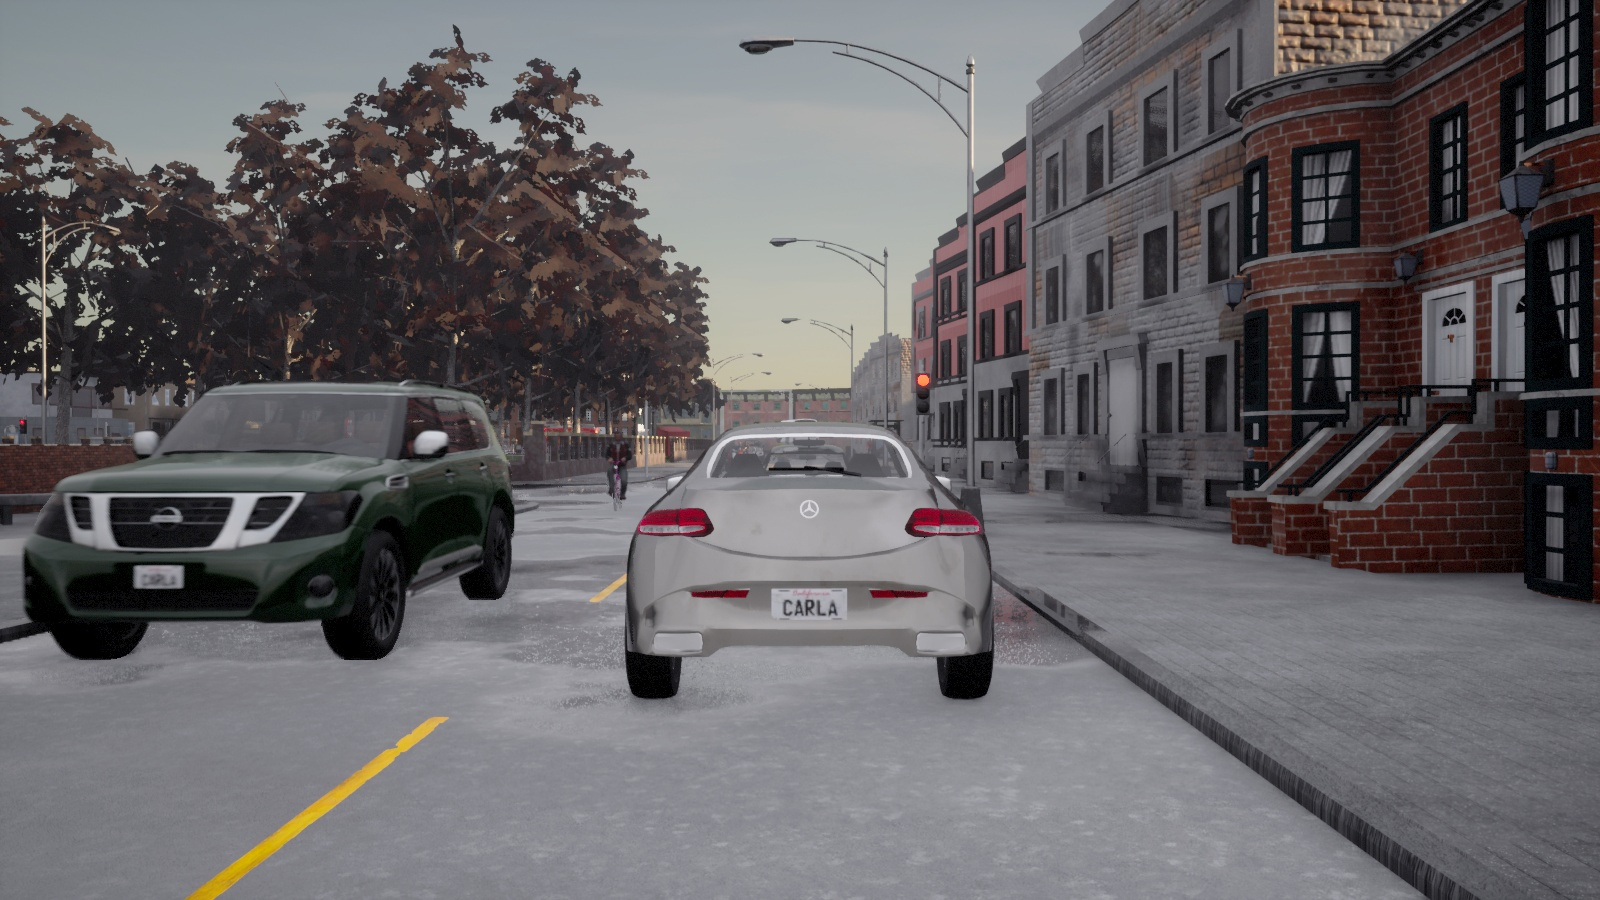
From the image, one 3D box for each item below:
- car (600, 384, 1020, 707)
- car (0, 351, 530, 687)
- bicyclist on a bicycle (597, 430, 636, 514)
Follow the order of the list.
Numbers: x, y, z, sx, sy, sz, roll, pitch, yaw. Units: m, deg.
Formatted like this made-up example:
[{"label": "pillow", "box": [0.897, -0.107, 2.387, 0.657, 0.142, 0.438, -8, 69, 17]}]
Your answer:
[{"label": "car", "box": [0.064, 0.475, 8.950, 2.152, 1.651, 5.027, 0, 0, 0]}, {"label": "car", "box": [-3.929, 0.403, 10.423, 2.150, 2.045, 5.566, 0, 0, 0]}, {"label": "bicyclist on a bicycle", "box": [-4.010, 0.458, 27.534, 0.659, 1.776, 1.843, 0, 0, -3]}]
